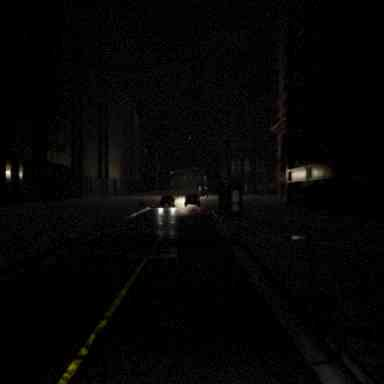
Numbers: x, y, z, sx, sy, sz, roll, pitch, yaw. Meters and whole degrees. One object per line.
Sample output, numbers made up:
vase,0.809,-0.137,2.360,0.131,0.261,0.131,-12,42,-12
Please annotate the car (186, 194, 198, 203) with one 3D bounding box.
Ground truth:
car,0.043,1.132,55.438,1.994,1.385,4.181,0,0,0

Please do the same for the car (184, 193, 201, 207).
car,0.085,1.012,44.602,2.097,1.767,4.553,0,1,1

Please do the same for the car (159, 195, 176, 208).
car,-3.076,1.185,42.171,1.837,1.490,4.892,0,1,0

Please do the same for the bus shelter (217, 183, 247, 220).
bus shelter,3.131,0.680,26.531,1.920,2.740,3.880,0,0,0
